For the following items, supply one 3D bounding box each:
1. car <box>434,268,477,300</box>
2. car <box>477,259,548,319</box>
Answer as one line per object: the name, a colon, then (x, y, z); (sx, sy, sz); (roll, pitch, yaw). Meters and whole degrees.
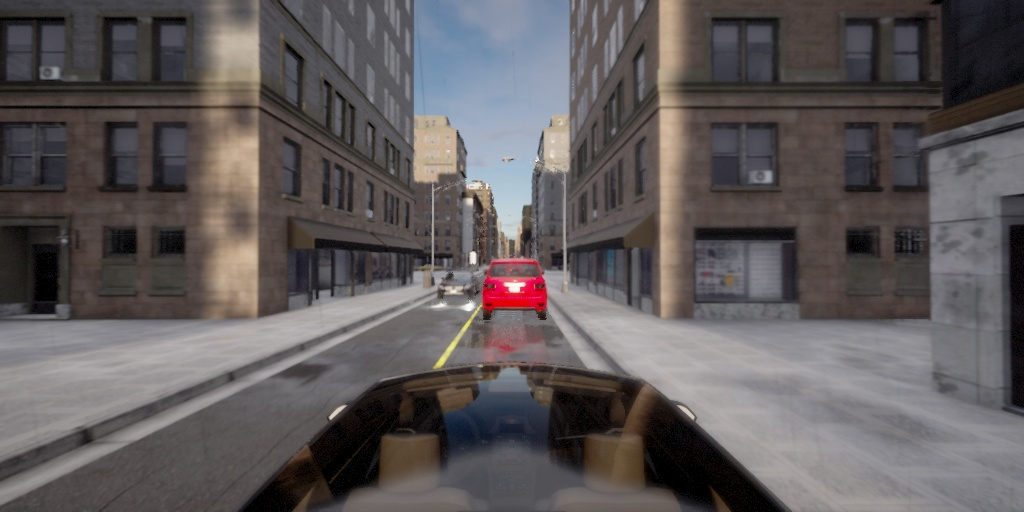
car: (-2.847, 1.512, 19.751); (1.812, 1.442, 4.674); (0, -1, 0)
car: (0.095, 1.130, 13.684); (2.150, 2.045, 5.566); (0, 0, 0)
